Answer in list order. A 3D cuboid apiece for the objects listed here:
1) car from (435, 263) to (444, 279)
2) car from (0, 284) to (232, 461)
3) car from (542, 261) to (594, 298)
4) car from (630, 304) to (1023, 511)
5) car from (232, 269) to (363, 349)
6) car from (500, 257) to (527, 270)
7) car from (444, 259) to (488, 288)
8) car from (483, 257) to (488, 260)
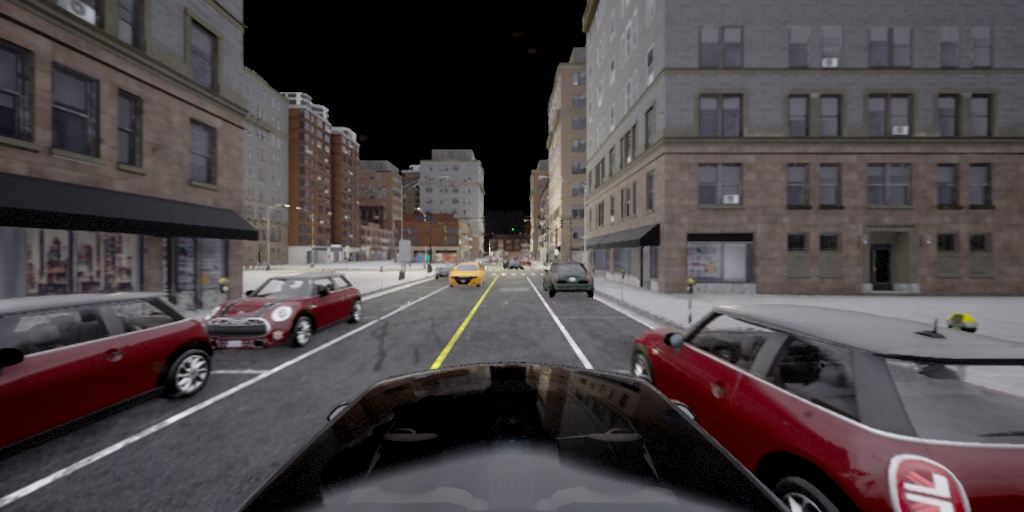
[{"bbox_3d":[-5.390,1.226,30.590,2.007,1.370,4.403,0,0,0],"label":"car"},{"bbox_3d":[-5.387,1.184,3.544,1.967,1.591,4.097,0,0,0],"label":"car"},{"bbox_3d":[2.749,1.058,18.434,2.097,1.767,4.553,0,0,0],"label":"car"},{"bbox_3d":[2.638,1.185,3.544,1.967,1.591,4.097,0,0,0],"label":"car"},{"bbox_3d":[-5.388,1.170,8.953,1.967,1.591,4.097,0,0,0],"label":"car"},{"bbox_3d":[0.153,1.192,49.657,1.994,1.385,4.181,0,0,-14],"label":"car"},{"bbox_3d":[-2.835,1.171,23.326,1.882,1.535,5.008,0,0,0],"label":"car"},{"bbox_3d":[-5.477,1.188,43.644,4.181,1.385,1.994,0,0,36],"label":"car"}]
